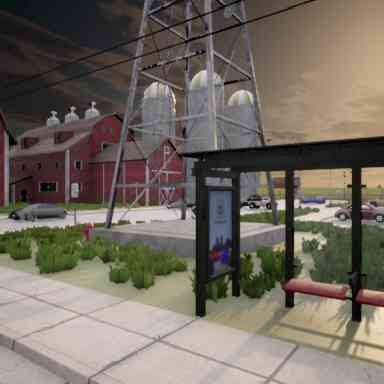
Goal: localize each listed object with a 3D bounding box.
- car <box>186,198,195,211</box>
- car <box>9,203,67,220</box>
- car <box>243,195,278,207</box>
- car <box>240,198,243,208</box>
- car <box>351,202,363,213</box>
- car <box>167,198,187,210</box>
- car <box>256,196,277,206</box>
[{"bbox_3d":[1.902,1.504,31.913,4.193,1.474,1.816,0,0,35],"label":"car"},{"bbox_3d":[-11.988,1.562,26.100,1.994,1.385,4.181,0,0,34],"label":"car"},{"bbox_3d":[9.122,1.312,43.313,3.866,1.878,1.905,0,0,35],"label":"car"},{"bbox_3d":[6.848,1.546,47.120,2.033,1.411,5.357,0,0,35],"label":"car"},{"bbox_3d":[13.151,1.520,25.558,3.905,1.438,1.784,0,0,35],"label":"car"},{"bbox_3d":[-1.218,1.489,41.790,2.128,1.511,4.902,0,0,35],"label":"car"},{"bbox_3d":[12.421,1.503,55.335,1.837,1.490,4.892,0,0,34],"label":"car"}]
